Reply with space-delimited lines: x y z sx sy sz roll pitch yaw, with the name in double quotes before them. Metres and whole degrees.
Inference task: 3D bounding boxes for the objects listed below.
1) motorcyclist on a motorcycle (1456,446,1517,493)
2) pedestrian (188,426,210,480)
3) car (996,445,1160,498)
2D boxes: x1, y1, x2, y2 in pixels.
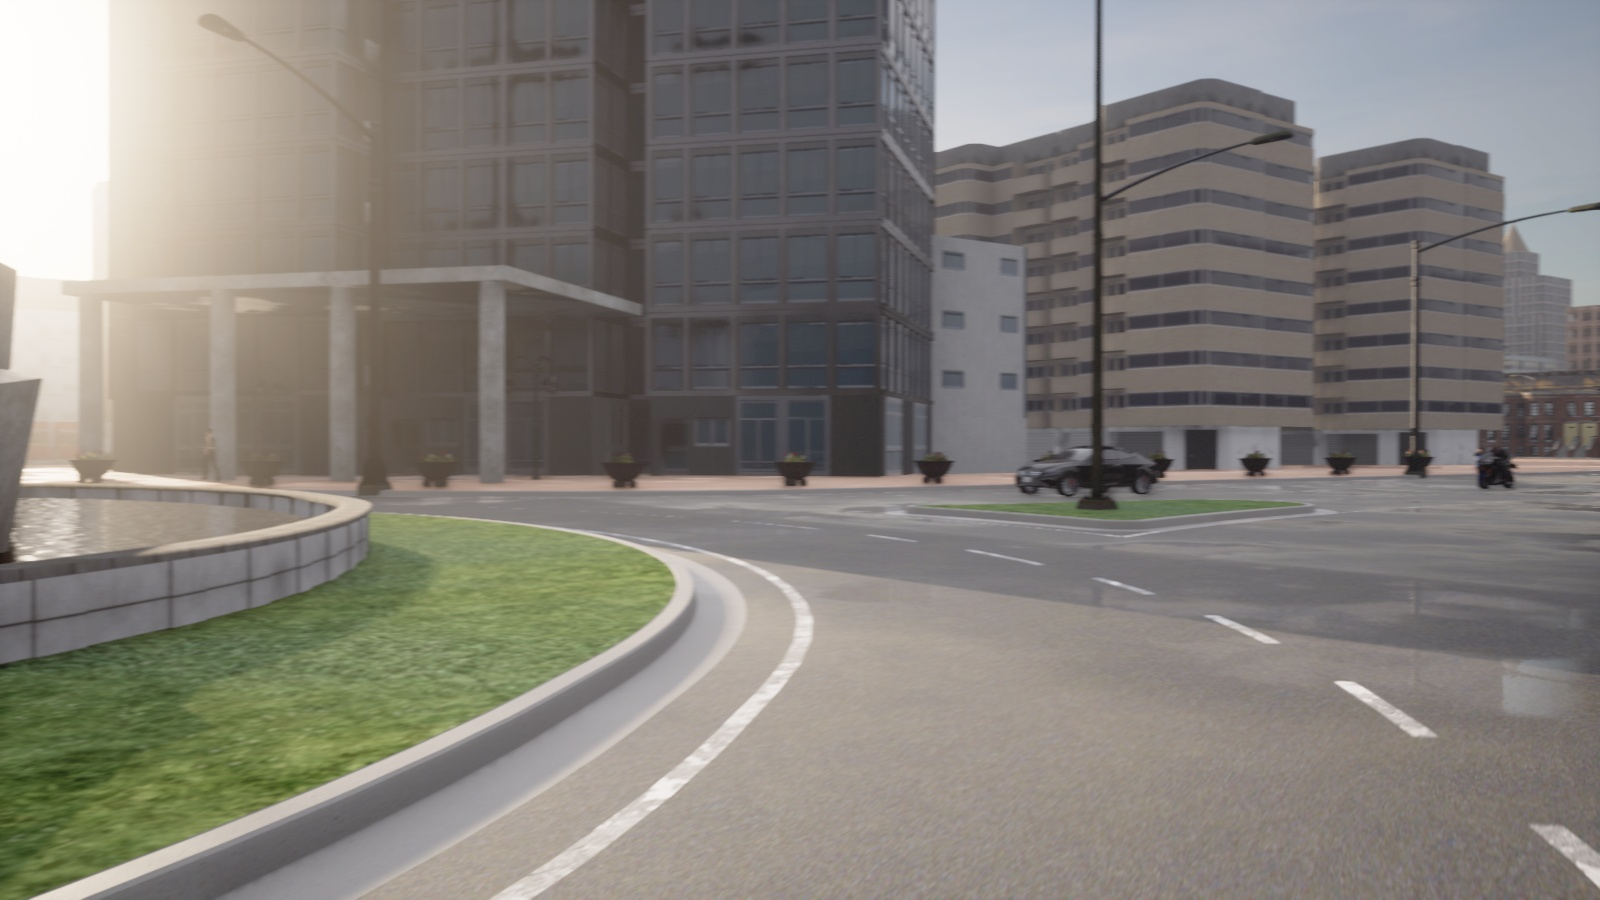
"motorcyclist on a motorcycle" 23.037 0.625 42.132 2.191 1.530 0.866 0 0 -34
"pedestrian" -20.424 0.097 42.682 0.594 1.836 0.345 0 0 20
"car" 8.114 0.592 36.486 4.674 1.442 1.812 0 0 -31
